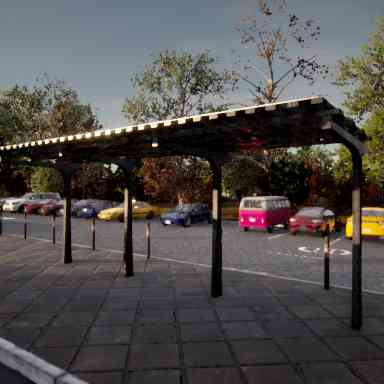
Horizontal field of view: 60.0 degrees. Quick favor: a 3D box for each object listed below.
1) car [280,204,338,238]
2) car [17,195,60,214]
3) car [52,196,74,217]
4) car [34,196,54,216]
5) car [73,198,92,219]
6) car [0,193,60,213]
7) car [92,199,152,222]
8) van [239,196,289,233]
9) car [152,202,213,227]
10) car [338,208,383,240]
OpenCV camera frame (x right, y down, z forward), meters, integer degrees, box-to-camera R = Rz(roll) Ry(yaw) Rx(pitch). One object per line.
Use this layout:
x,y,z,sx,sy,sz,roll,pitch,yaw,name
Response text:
6.685,1.526,17.925,2.002,1.452,4.674,0,0,35,car
-13.707,1.364,32.351,2.097,1.535,5.008,0,0,35,car
-9.173,1.392,29.147,2.231,1.521,4.892,0,0,35,car
-11.440,1.378,30.749,2.097,1.535,5.008,0,0,35,car
-6.894,1.434,27.564,2.163,1.488,4.792,0,0,35,car
-15.992,1.100,33.925,2.435,2.045,5.566,0,0,35,car
-4.752,1.415,25.786,1.946,1.575,5.366,0,0,35,car
4.489,1.247,19.623,1.878,1.987,4.442,0,0,35,van
-0.128,1.475,22.709,2.163,1.488,4.792,0,0,35,car
8.952,1.500,16.320,2.097,1.535,5.008,0,0,35,car
